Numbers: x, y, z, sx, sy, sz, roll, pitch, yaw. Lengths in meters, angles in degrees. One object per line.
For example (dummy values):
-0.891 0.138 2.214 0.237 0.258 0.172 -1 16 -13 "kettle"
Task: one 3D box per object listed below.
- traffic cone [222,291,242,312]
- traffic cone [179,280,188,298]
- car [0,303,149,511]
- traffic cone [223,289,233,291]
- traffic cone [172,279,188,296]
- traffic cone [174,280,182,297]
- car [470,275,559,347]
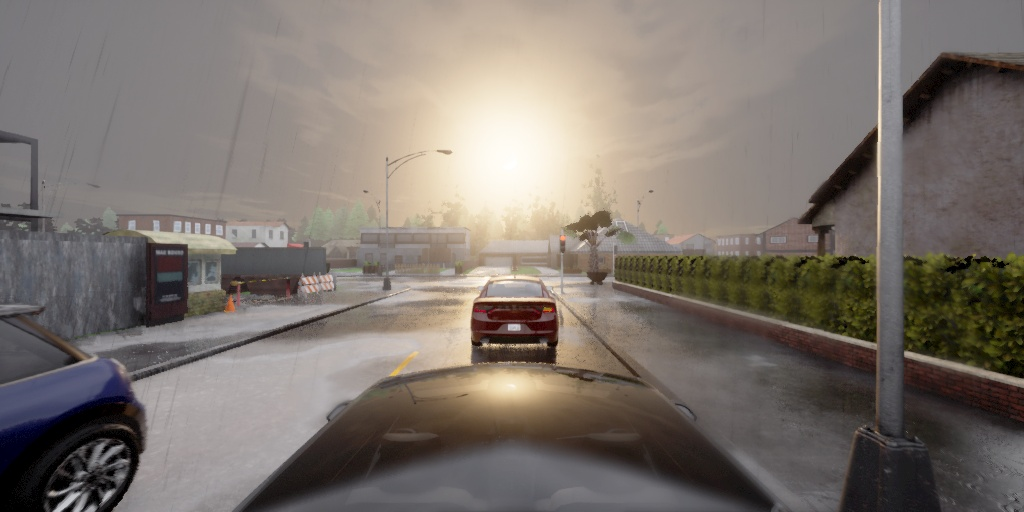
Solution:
-9.617 1.597 12.249 0.344 0.586 0.344 0 0 0 "traffic cone"
-15.197 1.561 16.845 0.344 0.586 0.344 0 0 0 "traffic cone"
-4.097 1.102 1.003 2.097 1.767 4.553 0 0 0 "car"
-10.335 1.568 12.773 0.344 0.586 0.344 0 0 0 "traffic cone"
-16.800 1.582 18.213 0.344 0.586 0.344 0 0 0 "traffic cone"
-15.765 1.557 17.208 0.344 0.586 0.344 0 0 0 "traffic cone"
0.081 1.227 9.402 1.882 1.535 5.008 0 0 1 "car"
